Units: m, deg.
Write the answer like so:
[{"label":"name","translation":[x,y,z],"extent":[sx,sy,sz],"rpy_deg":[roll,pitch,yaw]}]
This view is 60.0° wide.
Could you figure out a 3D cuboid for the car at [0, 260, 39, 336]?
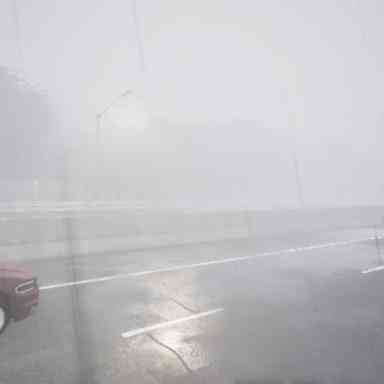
[{"label":"car","translation":[-4.885,1.471,4.684],"extent":[5.008,1.535,1.882],"rpy_deg":[0,0,-35]}]
